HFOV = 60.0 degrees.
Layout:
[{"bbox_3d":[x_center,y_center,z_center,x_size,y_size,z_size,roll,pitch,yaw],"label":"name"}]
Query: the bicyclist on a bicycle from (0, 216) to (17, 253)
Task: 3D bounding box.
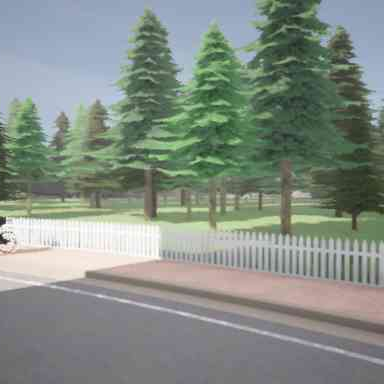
[{"bbox_3d":[-6.067,1.189,10.093,0.582,1.620,1.656,0,6,21],"label":"bicyclist on a bicycle"}]
